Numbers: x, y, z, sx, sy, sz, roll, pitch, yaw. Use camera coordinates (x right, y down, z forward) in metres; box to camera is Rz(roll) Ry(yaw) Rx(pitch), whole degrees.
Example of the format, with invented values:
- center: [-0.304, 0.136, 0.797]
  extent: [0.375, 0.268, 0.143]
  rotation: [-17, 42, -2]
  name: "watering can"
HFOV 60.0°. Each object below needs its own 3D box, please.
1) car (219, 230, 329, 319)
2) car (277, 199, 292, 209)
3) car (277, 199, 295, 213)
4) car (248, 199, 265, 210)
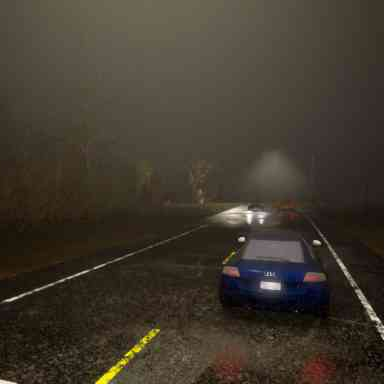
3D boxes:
- center: [1.938, 1.563, 7.569]
  extent: [1.994, 1.385, 4.181]
  rotation: [0, 0, 17]
  name: "car"
- center: [13.075, 1.628, 47.363]
  extent: [1.895, 1.301, 4.718]
  rotation: [0, 0, 13]
  name: "car"
- center: [10.630, 1.486, 37.604]
  extent: [1.882, 1.535, 5.008]
  rotation: [0, 0, 15]
  name: "car"
- center: [8.210, 1.616, 42.349]
  extent: [1.895, 1.301, 4.718]
  rotation: [0, 0, 14]
  name: "car"
